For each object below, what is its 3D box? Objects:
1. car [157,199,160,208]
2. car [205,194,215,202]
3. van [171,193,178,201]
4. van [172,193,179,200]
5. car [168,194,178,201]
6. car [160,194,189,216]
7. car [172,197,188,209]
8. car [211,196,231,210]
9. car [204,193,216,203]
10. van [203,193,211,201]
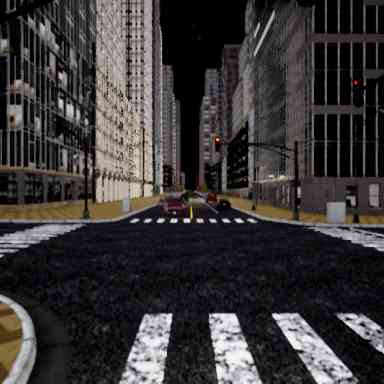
[{"bbox_3d":[-4.065,1.500,47.585,1.802,1.307,4.206,0,0,0],"label":"car"},{"bbox_3d":[3.704,1.297,69.735,1.967,1.590,4.097,0,0,0],"label":"car"},{"bbox_3d":[-4.232,1.164,80.750,1.690,1.788,3.998,0,0,0],"label":"van"},{"bbox_3d":[-4.260,1.147,86.277,1.690,1.788,3.998,0,0,0],"label":"van"},{"bbox_3d":[-4.204,1.280,75.223,1.967,1.590,4.097,0,0,0],"label":"car"},{"bbox_3d":[-1.547,1.308,32.095,2.097,1.767,4.553,0,0,1],"label":"car"},{"bbox_3d":[-1.578,1.469,45.898,2.033,1.411,5.357,0,0,0],"label":"car"},{"bbox_3d":[3.892,1.497,42.098,1.947,1.339,4.313,0,0,0],"label":"car"},{"bbox_3d":[3.732,1.188,64.206,2.192,1.841,5.009,0,0,0],"label":"car"},{"bbox_3d":[3.648,1.164,80.789,1.690,1.788,3.998,0,0,0],"label":"van"}]
